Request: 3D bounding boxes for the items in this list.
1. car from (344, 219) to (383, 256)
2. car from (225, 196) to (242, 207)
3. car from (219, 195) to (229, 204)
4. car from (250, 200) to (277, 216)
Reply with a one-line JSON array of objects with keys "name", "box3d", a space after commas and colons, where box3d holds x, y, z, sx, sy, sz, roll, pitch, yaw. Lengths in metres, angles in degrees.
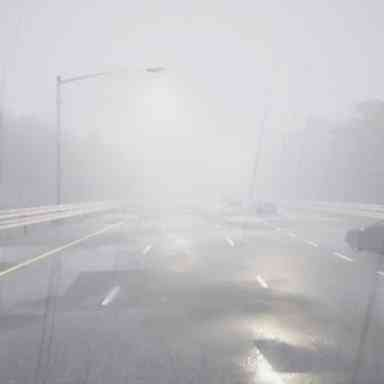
[{"name": "car", "box3d": [7.023, 1.551, 10.877, 2.033, 1.411, 5.357, 0, 0, 0]}, {"name": "car", "box3d": [7.125, 1.725, 55.451, 1.994, 1.385, 4.181, 0, -1, 0]}, {"name": "car", "box3d": [7.236, 1.588, 73.518, 2.150, 2.045, 5.566, 0, -1, 0]}, {"name": "car", "box3d": [7.036, 1.516, 32.979, 2.128, 1.511, 4.902, 0, 0, 0]}]
